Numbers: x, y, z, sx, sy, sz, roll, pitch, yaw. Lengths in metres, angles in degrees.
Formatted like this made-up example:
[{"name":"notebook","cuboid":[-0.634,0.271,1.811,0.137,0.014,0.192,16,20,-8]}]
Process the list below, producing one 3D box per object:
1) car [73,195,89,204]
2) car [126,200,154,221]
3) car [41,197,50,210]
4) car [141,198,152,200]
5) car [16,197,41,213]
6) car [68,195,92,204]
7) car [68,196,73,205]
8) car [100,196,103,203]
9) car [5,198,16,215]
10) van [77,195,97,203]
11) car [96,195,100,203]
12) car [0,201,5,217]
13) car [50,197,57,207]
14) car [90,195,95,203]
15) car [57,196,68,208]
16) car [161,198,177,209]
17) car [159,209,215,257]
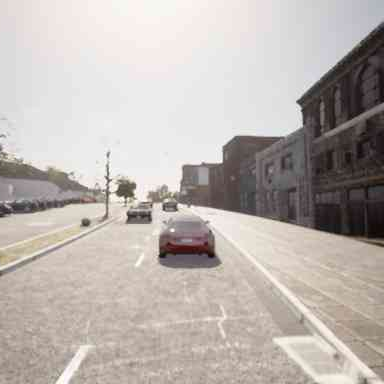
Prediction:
[{"name":"car","cuboid":[-23.320,1.626,64.601,5.008,1.535,2.097,0,-1,-29]},{"name":"car","cuboid":[-4.213,1.609,27.430,1.895,1.301,4.718,0,0,-5]},{"name":"car","cuboid":[-19.373,1.440,38.189,4.892,1.521,2.231,0,0,-27]},{"name":"car","cuboid":[-6.014,1.553,43.737,2.128,1.511,4.902,1,0,-7]},{"name":"car","cuboid":[-19.007,1.436,35.255,4.892,1.521,2.231,0,0,-26]},{"name":"car","cuboid":[-24.708,1.663,73.413,4.553,1.767,2.185,0,-1,-29]},{"name":"car","cuboid":[-21.079,1.475,49.900,5.008,1.535,2.097,0,0,-28]},{"name":"car","cuboid":[-26.507,1.835,85.179,5.566,2.045,2.435,0,-1,-29]},{"name":"car","cuboid":[-18.395,1.306,29.375,4.553,1.767,2.185,0,0,-25]},{"name":"van","cuboid":[-25.933,1.779,82.311,4.442,1.987,1.878,0,-2,-29]},{"name":"car","cuboid":[-25.560,1.675,79.332,5.566,2.045,2.435,0,-2,-29]},{"name":"car","cuboid":[-18.075,1.430,26.448,5.008,1.535,2.097,-1,0,-25]},{"name":"car","cuboid":[-19.766,1.446,41.122,4.892,1.521,2.231,0,0,-27]},{"name":"car","cuboid":[-24.069,1.725,70.579,5.366,1.575,1.946,0,-1,-29]},{"name":"car","cuboid":[-20.635,1.462,46.971,5.008,1.535,2.097,0,0,-28]},{"name":"car","cuboid":[-2.967,1.577,43.664,2.128,1.511,4.902,1,0,-7]},{"name":"car","cuboid":[-0.230,1.564,12.896,1.994,1.385,4.181,0,0,-2]}]
